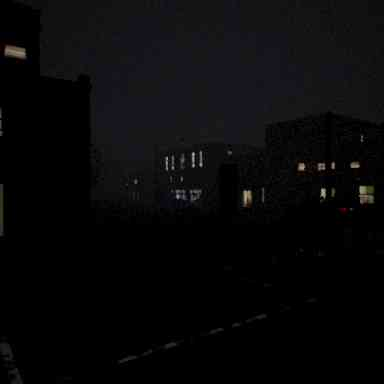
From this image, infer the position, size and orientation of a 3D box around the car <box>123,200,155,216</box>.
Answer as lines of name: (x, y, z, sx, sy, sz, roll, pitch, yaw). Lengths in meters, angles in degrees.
car: (-5.947, 2.046, 39.239, 1.752, 1.417, 4.829, -2, 0, -36)

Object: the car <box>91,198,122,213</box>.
car: (-12.728, 2.000, 48.516, 2.192, 1.841, 5.009, -2, 0, -36)

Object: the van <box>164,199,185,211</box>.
van: (-2.624, 1.866, 48.834, 1.690, 1.788, 3.998, -2, 0, -36)

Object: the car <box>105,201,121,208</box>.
car: (-15.968, 2.431, 67.116, 1.802, 1.307, 4.206, -2, 0, -36)

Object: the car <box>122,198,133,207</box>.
car: (-12.638, 2.083, 62.546, 2.192, 1.841, 5.009, -2, 0, -36)

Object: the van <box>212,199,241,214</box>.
van: (4.051, 1.705, 39.694, 1.690, 1.788, 3.998, -2, 0, -36)

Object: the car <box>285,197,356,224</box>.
car: (10.288, 1.410, 26.963, 2.150, 2.045, 5.566, -1, 0, -37)

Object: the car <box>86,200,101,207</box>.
car: (-22.644, 2.593, 76.257, 1.802, 1.307, 4.206, -2, 0, -36)
